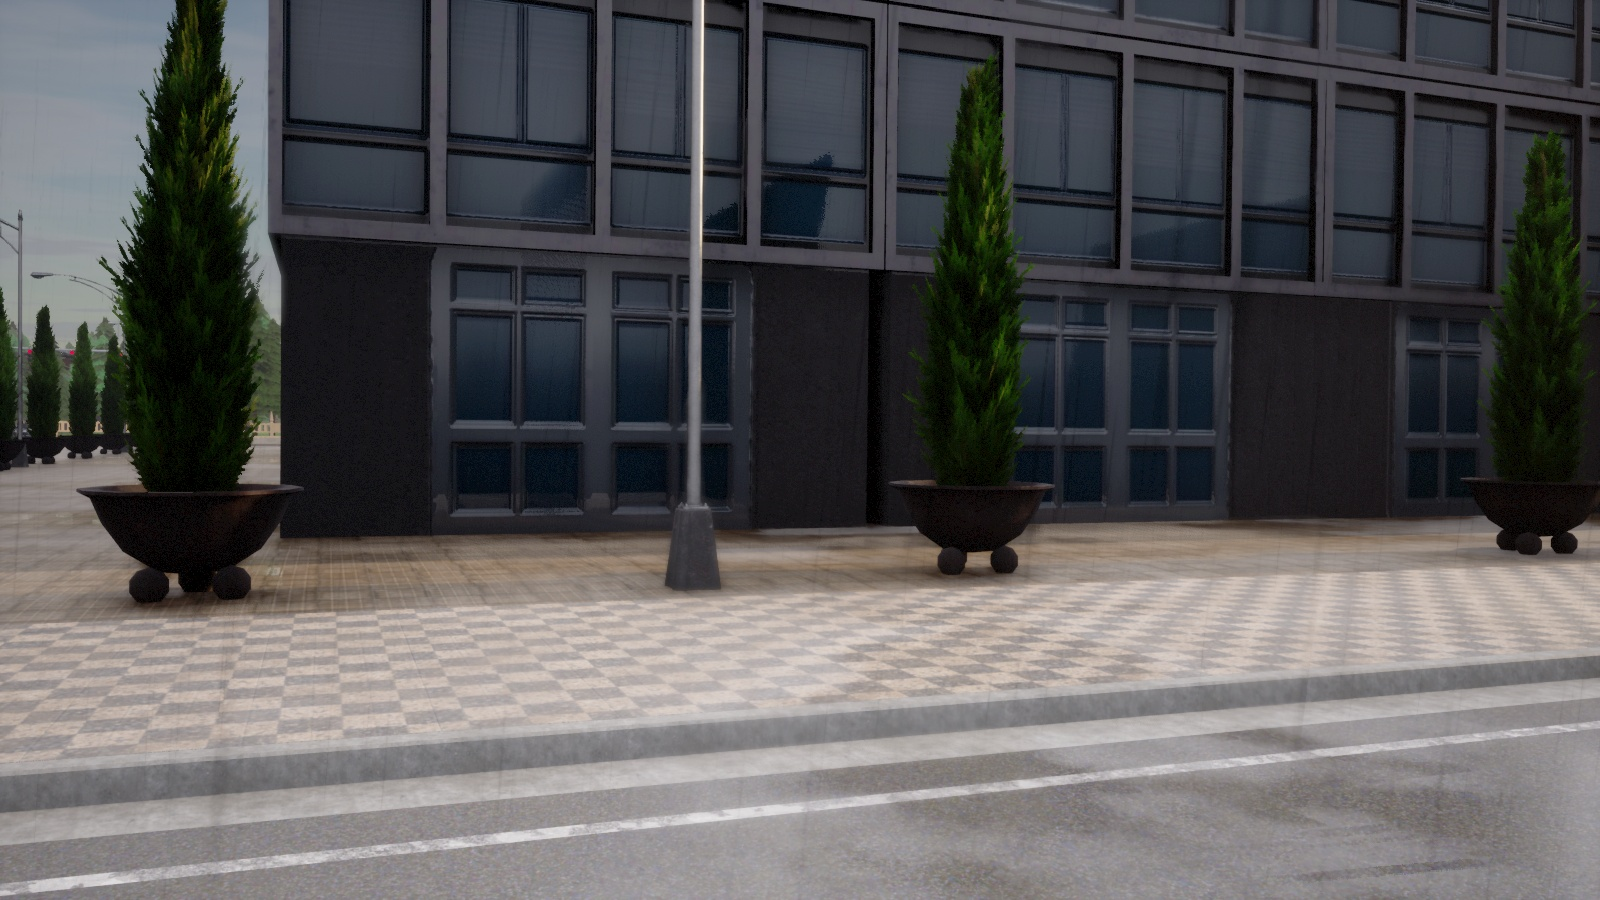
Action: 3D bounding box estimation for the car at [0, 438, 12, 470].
[{"bbox_3d":[-38.497,0.209,58.691,1.837,1.490,4.892,-1,1,-20],"label":"car"}]
